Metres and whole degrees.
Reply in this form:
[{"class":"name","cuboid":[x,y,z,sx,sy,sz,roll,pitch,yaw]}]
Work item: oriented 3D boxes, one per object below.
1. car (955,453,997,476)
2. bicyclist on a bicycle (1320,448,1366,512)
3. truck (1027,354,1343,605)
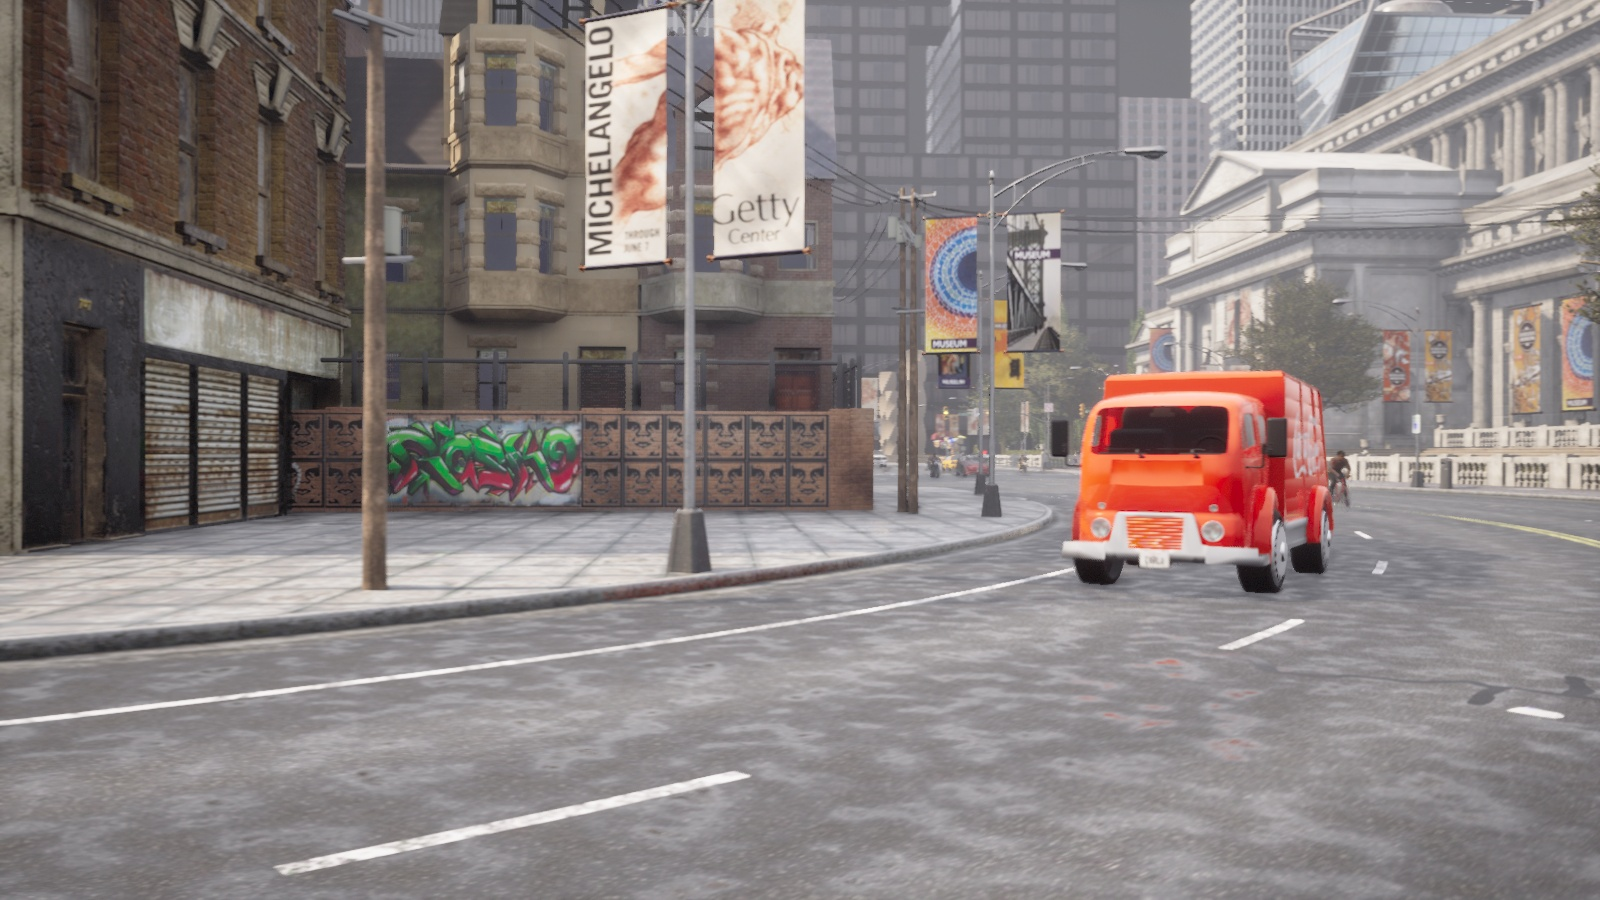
[{"class":"car","cuboid":[11.916,0.951,85.300,2.007,1.525,4.514,0,0,-3]},{"class":"bicyclist on a bicycle","cuboid":[14.146,0.771,32.754,0.582,1.620,1.656,0,0,5]},{"class":"truck","cuboid":[4.877,0.297,15.230,2.627,2.467,5.204,0,0,29]}]
